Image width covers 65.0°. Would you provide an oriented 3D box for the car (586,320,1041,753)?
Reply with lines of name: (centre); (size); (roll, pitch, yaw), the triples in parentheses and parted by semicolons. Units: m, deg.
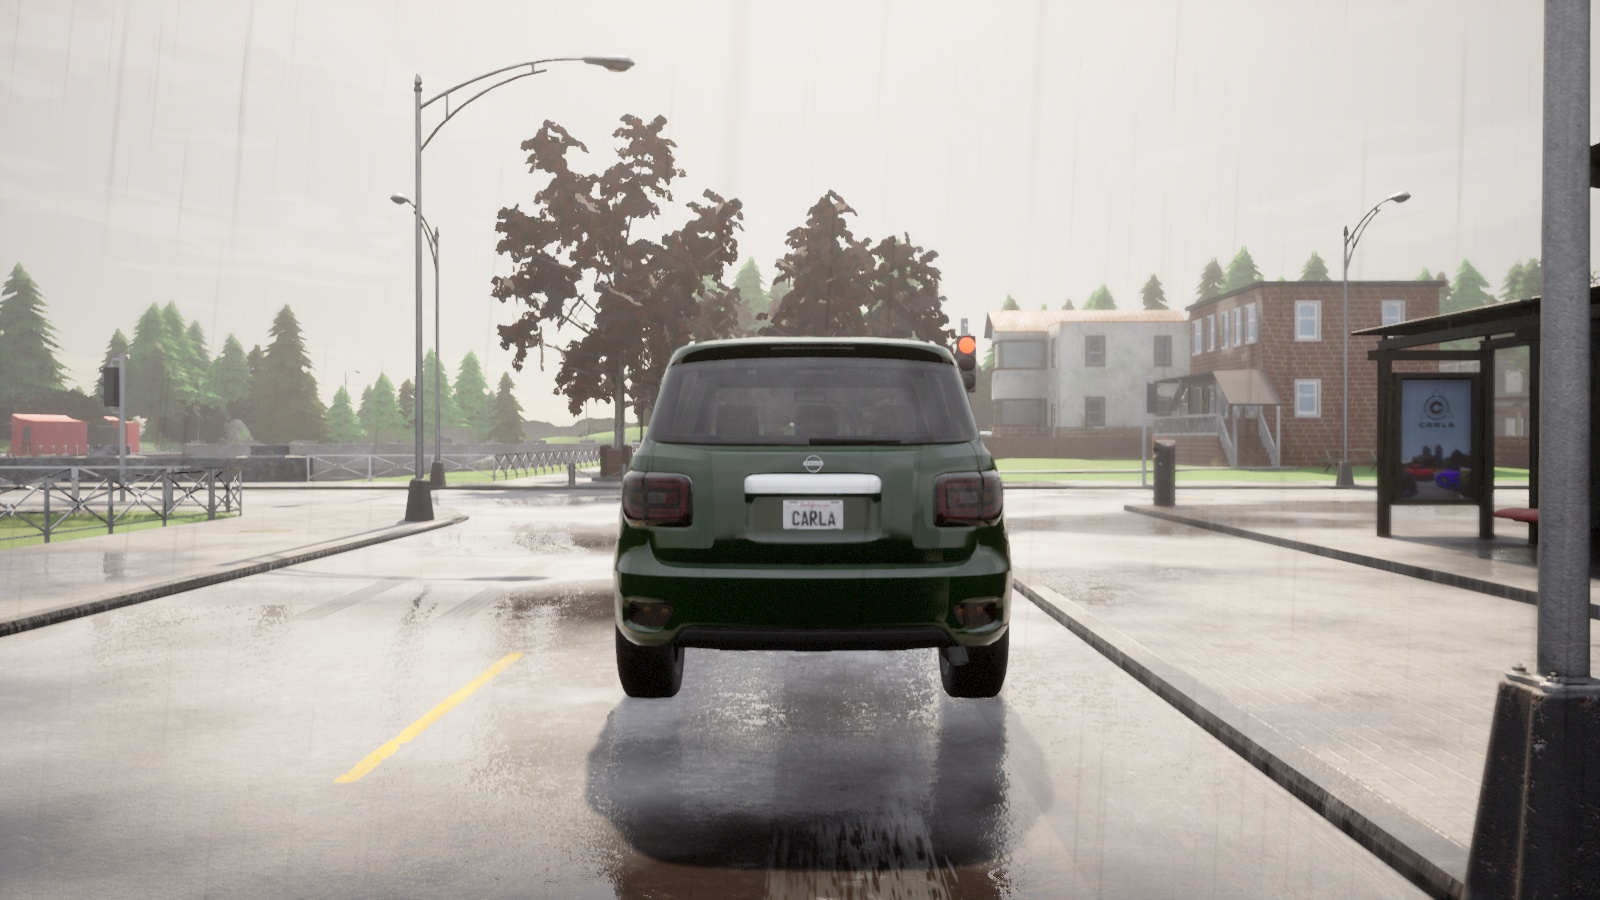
car: (0.072, 0.382, 8.718); (2.150, 2.045, 5.566); (0, 1, 0)
